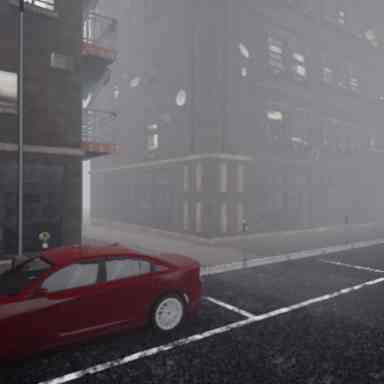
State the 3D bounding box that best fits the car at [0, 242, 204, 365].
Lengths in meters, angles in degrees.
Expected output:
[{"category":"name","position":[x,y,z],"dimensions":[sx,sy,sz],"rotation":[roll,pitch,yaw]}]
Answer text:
[{"category":"car","position":[-1.891,1.547,5.209],"dimensions":[4.507,1.381,1.887],"rotation":[0,0,-36]}]
